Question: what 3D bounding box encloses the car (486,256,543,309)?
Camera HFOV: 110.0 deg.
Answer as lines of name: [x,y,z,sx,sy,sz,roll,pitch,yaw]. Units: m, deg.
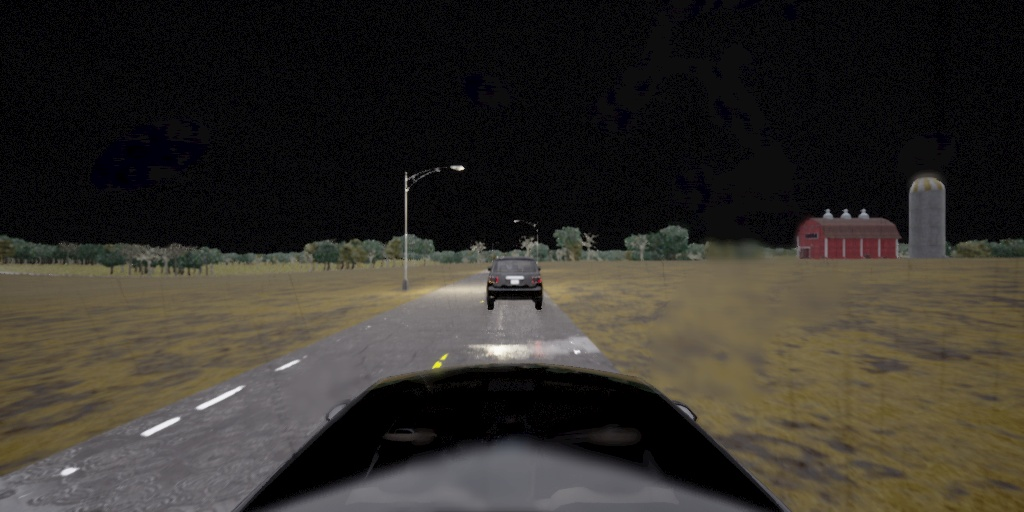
car: [0.106,1.033,15.497,2.150,2.045,5.566,0,0,0]
